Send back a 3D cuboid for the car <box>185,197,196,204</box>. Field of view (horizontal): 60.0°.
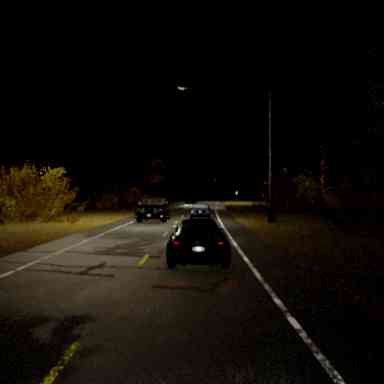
[{"bbox_3d":[-0.291,1.797,67.218,2.128,1.511,4.902,0,0,5],"label":"car"}]

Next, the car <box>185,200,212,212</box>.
[{"bbox_3d":[0.794,1.706,30.240,2.033,1.411,5.357,0,0,2],"label":"car"}]

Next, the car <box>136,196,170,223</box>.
[{"bbox_3d":[-3.035,1.360,27.021,2.150,2.045,5.566,0,0,2],"label":"car"}]

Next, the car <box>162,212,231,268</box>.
[{"bbox_3d":[0.226,1.629,11.595,1.994,1.385,4.181,0,0,1],"label":"car"}]
